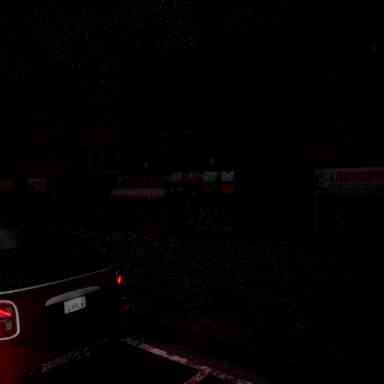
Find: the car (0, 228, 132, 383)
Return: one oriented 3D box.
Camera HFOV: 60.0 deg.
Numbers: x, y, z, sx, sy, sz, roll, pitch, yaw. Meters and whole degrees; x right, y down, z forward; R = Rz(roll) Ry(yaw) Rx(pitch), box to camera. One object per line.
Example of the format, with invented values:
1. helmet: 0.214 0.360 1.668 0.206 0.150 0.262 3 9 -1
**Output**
1. car: -3.109 1.349 5.164 4.553 1.767 2.097 0 0 36
